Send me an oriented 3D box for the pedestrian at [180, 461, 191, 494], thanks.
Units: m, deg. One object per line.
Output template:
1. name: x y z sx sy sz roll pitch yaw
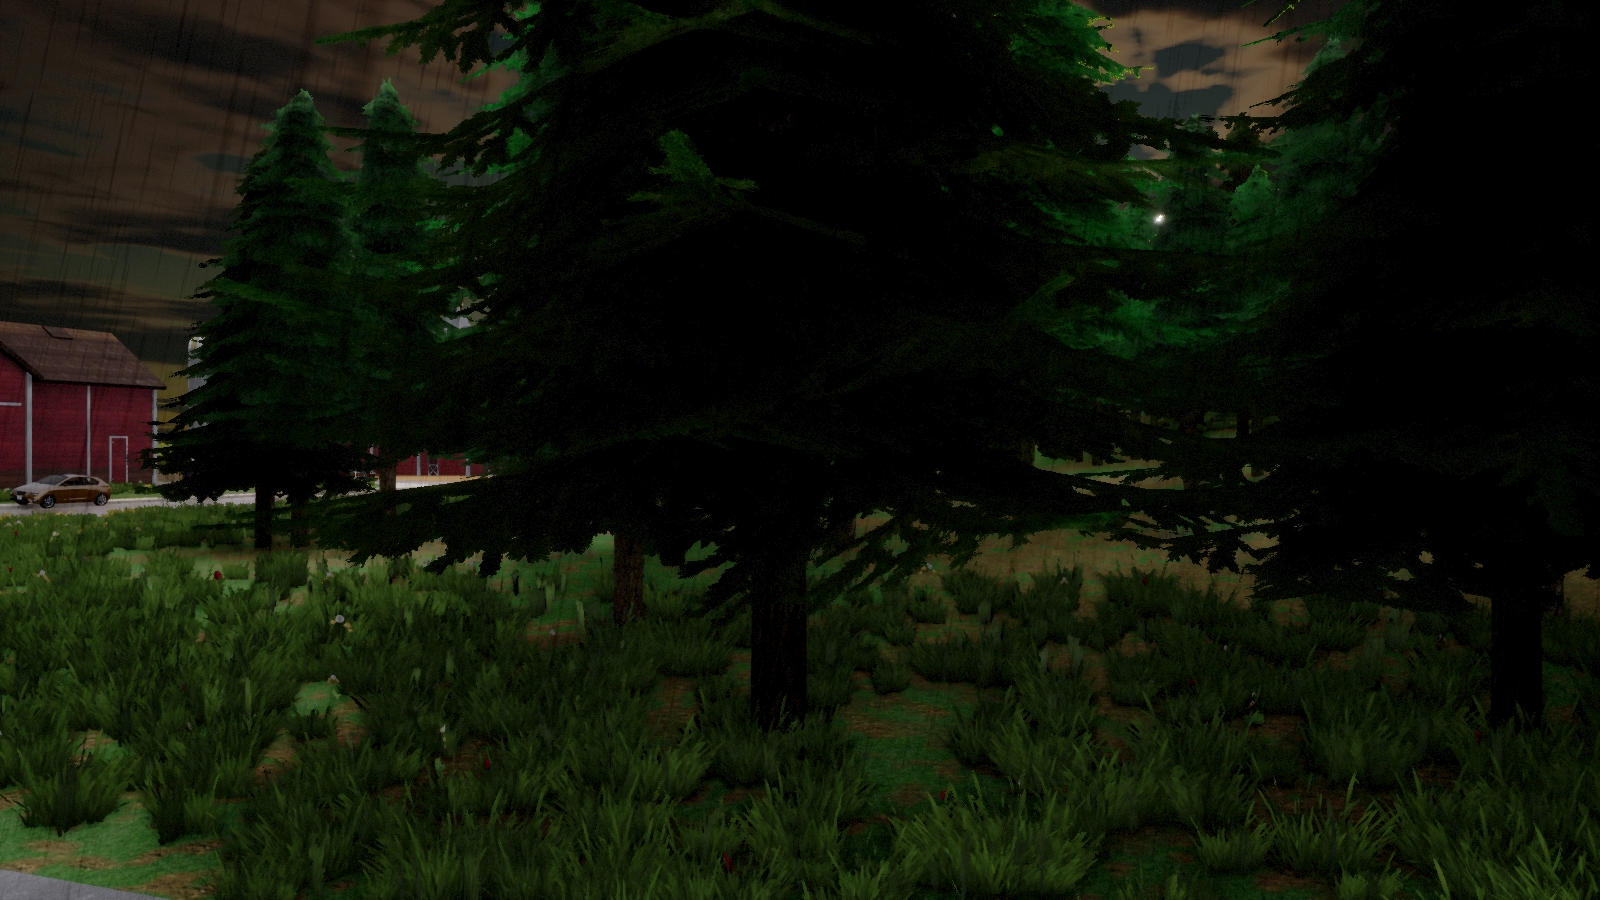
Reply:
1. pedestrian: -34.499 1.542 64.164 0.375 1.860 0.375 0 0 5
